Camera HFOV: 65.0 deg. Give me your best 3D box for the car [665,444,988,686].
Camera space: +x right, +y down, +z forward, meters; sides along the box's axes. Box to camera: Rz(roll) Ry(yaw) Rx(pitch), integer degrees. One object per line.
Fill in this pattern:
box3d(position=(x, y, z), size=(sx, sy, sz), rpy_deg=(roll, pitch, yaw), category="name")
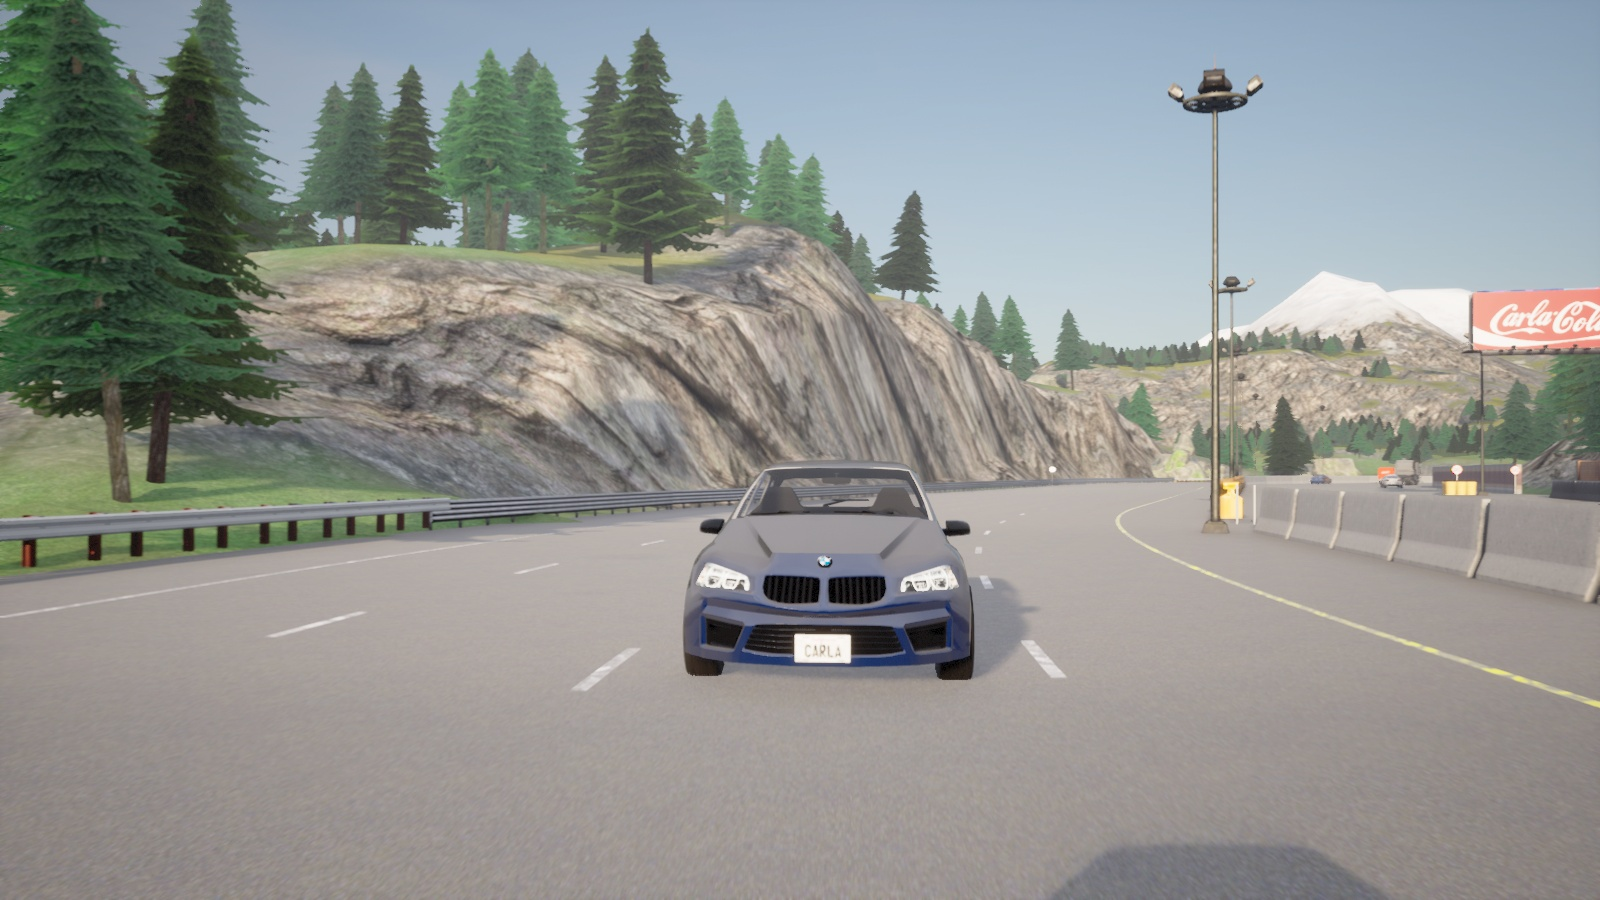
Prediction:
box3d(position=(0.336, 0.844, 11.046), size=(2.242, 1.667, 4.611), rpy_deg=(0, -1, 4), category="car")
